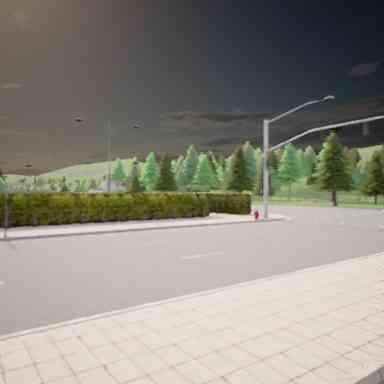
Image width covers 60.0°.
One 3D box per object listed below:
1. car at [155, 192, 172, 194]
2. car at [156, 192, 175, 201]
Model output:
[{"bbox_3d":[-6.948,1.256,70.254,2.150,2.045,5.566,0,0,-35],"label":"car"},{"bbox_3d":[-6.626,1.102,82.120,2.150,2.045,5.566,0,0,-35],"label":"car"}]
